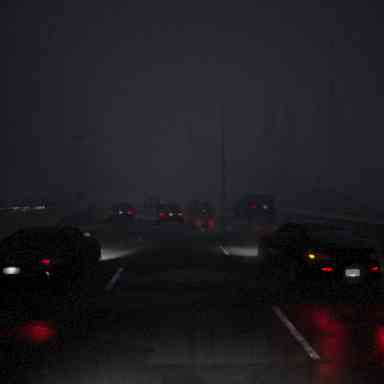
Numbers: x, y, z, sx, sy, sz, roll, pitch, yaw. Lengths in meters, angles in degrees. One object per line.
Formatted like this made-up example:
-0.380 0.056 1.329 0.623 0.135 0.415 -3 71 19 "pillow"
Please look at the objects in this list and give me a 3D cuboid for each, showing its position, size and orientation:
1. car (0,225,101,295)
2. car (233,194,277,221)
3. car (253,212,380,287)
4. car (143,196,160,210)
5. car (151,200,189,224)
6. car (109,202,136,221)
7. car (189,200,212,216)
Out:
-3.764 1.565 8.764 1.994 1.385 4.181 0 0 -3 "car"
4.973 1.199 26.981 2.150 2.045 5.566 0 0 -8 "car"
3.228 1.516 9.230 1.812 1.442 4.674 0 0 -3 "car"
-5.032 1.336 41.959 2.097 1.767 4.553 0 0 -13 "car"
-1.734 1.536 24.523 2.033 1.411 5.357 0 0 -8 "car"
-5.585 1.540 26.764 2.033 1.411 5.357 0 0 -9 "car"
0.628 1.473 31.830 2.128 1.511 4.902 0 0 -10 "car"
